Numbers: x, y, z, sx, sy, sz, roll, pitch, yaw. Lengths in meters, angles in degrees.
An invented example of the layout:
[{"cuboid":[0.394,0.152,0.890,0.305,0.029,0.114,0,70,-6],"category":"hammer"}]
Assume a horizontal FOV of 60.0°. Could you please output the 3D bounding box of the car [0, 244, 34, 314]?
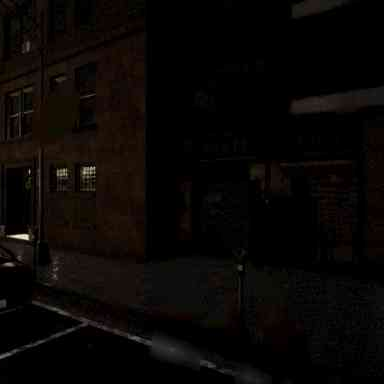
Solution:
[{"cuboid":[-4.827,1.551,6.510,4.403,1.369,2.008,0,0,35],"category":"car"}]
